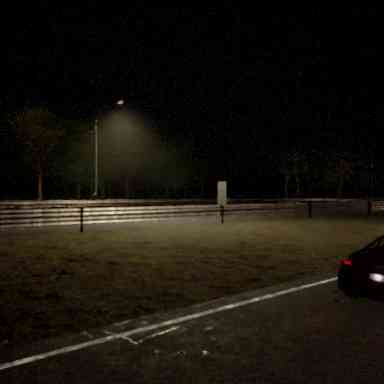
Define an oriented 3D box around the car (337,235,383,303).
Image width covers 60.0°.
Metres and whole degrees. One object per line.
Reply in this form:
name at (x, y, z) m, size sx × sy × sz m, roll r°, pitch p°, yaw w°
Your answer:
car at (5.131, 1.589, 7.420) m, size 4.181 × 1.385 × 1.994 m, roll 0°, pitch 0°, yaw -36°
